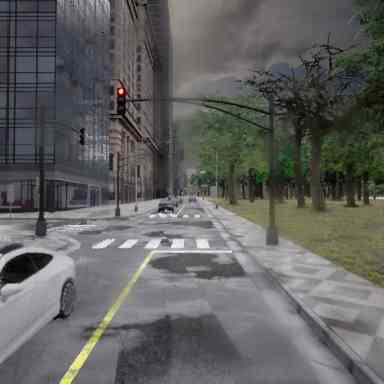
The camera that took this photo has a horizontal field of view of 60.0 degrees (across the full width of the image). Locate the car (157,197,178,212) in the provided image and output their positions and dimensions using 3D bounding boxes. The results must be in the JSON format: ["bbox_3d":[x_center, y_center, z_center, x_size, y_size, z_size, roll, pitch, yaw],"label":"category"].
[{"bbox_3d":[-3.061,1.627,39.442,2.033,1.411,5.357,0,0,-4],"label":"car"}]

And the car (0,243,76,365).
[{"bbox_3d":[-3.103,1.528,4.640,1.812,1.442,4.674,0,0,0],"label":"car"}]

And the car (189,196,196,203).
[{"bbox_3d":[0.134,1.773,79.451,2.128,1.511,4.902,0,0,0],"label":"car"}]

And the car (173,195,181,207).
[{"bbox_3d":[-3.011,1.627,51.002,1.837,1.490,4.892,0,0,0],"label":"car"}]

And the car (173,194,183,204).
[{"bbox_3d":[-2.883,1.706,69.271,1.837,1.490,4.892,0,-1,0],"label":"car"}]
